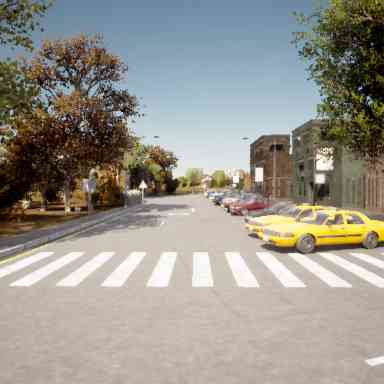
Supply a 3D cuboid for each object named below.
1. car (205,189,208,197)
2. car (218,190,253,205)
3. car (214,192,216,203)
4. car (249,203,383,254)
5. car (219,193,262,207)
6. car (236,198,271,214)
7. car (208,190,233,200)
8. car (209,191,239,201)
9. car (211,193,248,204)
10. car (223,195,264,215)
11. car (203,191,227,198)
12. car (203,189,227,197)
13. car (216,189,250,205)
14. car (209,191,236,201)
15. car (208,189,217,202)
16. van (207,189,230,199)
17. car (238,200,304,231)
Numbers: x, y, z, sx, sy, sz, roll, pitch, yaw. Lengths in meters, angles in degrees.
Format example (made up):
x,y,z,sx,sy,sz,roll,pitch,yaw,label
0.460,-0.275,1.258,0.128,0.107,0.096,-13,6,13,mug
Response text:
x,y,z,sx,sy,sz,roll,pitch,yaw,label
5.519,0.625,51.825,5.566,2.045,2.435,1,1,-20,car
5.446,0.961,33.835,4.553,1.767,2.185,1,1,-20,car
5.450,1.053,39.834,4.674,1.452,2.002,1,0,-20,car
5.150,1.357,12.761,5.366,1.575,1.946,1,1,-20,car
5.367,1.153,30.817,4.792,1.488,2.163,1,1,-20,car
5.347,1.283,18.826,4.892,1.521,2.231,1,1,-20,car
5.680,0.599,66.857,4.553,1.767,2.185,1,1,-20,car
5.555,0.687,57.840,4.553,1.767,2.185,1,0,-20,car
5.491,0.939,48.827,4.792,1.488,2.163,1,1,-20,car
5.380,1.203,27.826,4.674,1.452,2.002,0,1,-20,car
5.529,0.605,78.806,5.366,1.575,1.946,1,1,-20,car
5.746,0.302,84.895,5.566,2.045,2.435,1,0,-20,car
5.466,0.924,36.836,4.553,1.767,2.185,1,1,-20,car
5.576,0.657,60.841,4.553,1.767,2.185,1,0,-20,car
5.465,0.727,42.809,5.566,2.045,2.435,1,1,-20,car
5.790,0.443,72.904,4.442,1.987,1.878,1,0,-20,van
5.156,1.318,15.762,5.366,1.575,1.946,0,1,-20,car
